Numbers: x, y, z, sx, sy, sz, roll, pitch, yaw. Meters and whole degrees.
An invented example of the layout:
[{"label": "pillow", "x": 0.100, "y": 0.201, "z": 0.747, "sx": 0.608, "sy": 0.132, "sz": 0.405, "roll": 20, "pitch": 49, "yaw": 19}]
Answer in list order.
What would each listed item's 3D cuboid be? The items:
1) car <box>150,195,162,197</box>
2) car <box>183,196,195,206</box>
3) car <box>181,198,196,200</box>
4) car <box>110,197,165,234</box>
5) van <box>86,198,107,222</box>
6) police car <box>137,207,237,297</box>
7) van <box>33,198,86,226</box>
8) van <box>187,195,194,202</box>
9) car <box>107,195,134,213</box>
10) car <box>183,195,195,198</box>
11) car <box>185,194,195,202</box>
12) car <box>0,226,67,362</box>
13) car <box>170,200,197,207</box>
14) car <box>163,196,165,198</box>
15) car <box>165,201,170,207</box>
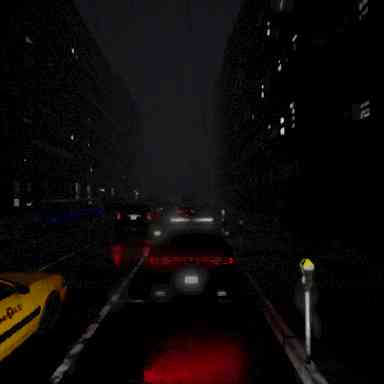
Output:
[{"label": "car", "x": -8.314, "y": 1.471, "z": 70.528, "sx": 2.192, "sy": 1.841, "sz": 5.009, "roll": 1, "pitch": 0, "yaw": 0}, {"label": "car", "x": -0.470, "y": 1.553, "z": 59.411, "sx": 1.967, "sy": 1.590, "sz": 4.097, "roll": 1, "pitch": 0, "yaw": 0}, {"label": "car", "x": -0.437, "y": 1.582, "z": 31.754, "sx": 1.887, "sy": 1.381, "sz": 4.507, "roll": 1, "pitch": 0, "yaw": 0}, {"label": "car", "x": -2.974, "y": 1.366, "z": 19.216, "sx": 2.097, "sy": 1.767, "sz": 4.553, "roll": 0, "pitch": 0, "yaw": 1}, {"label": "van", "x": -8.312, "y": 1.368, "z": 26.285, "sx": 1.690, "sy": 1.788, "sz": 3.998, "roll": 1, "pitch": 0, "yaw": 0}, {"label": "police car", "x": -0.012, "y": 1.430, "z": 8.763, "sx": 1.930, "sy": 1.638, "sz": 5.238, "roll": 0, "pitch": 0, "yaw": 0}, {"label": "van", "x": -8.311, "y": 1.359, "z": 20.753, "sx": 1.690, "sy": 1.788, "sz": 3.998, "roll": 2, "pitch": 0, "yaw": 0}, {"label": "van", "x": -0.470, "y": 1.576, "z": 87.068, "sx": 1.690, "sy": 1.788, "sz": 3.998, "roll": 1, "pitch": 0, "yaw": 0}, {"label": "car", "x": -8.312, "y": 1.366, "z": 37.346, "sx": 2.192, "sy": 1.841, "sz": 5.009, "roll": 1, "pitch": 0, "yaw": 0}, {"label": "car", "x": -0.427, "y": 1.490, "z": 37.286, "sx": 1.967, "sy": 1.590, "sz": 4.097, "roll": 1, "pitch": 0, "yaw": 0}, {"label": "car", "x": -0.469, "y": 1.521, "z": 81.536, "sx": 2.192, "sy": 1.841, "sz": 5.009, "roll": 1, "pitch": 0, "yaw": 0}, {"label": "car", "x": -3.020, "y": 1.457, "z": 3.531, "sx": 1.801, "sy": 1.575, "sz": 5.366, "roll": 0, "pitch": 0, "yaw": 0}, {"label": "car", "x": -0.437, "y": 1.572, "z": 26.224, "sx": 1.887, "sy": 1.381, "sz": 4.507, "roll": 1, "pitch": 0, "yaw": 0}, {"label": "car", "x": -8.322, "y": 1.847, "z": 92.652, "sx": 1.802, "sy": 1.307, "sz": 4.206, "roll": 1, "pitch": 0, "yaw": 0}, {"label": "car", "x": -2.973, "y": 1.609, "z": 34.486, "sx": 1.994, "sy": 1.385, "sz": 4.181, "roll": 0, "pitch": 0, "yaw": 1}]
